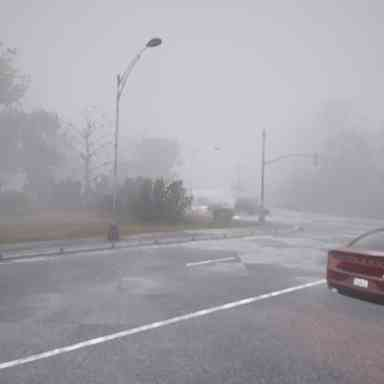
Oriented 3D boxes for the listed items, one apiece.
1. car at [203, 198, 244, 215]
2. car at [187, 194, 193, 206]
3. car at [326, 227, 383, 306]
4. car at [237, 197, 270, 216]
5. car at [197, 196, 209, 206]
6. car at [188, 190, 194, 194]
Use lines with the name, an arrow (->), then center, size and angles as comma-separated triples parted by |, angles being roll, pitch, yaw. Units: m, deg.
car -> 3.592, 1.887, 39.139 | 2.033, 1.411, 5.357 | 2, 0, -21
car -> -1.160, 1.516, 54.299 | 1.895, 1.301, 4.718 | 2, 2, -13
car -> 5.040, 1.494, 7.382 | 5.008, 1.535, 1.882 | 1, 0, -35
car -> 7.073, 1.692, 39.926 | 2.150, 2.045, 5.566 | 2, 0, -22
car -> 2.164, 1.522, 55.556 | 1.837, 1.490, 4.892 | 2, 2, -13
car -> -0.541, 0.429, 71.018 | 1.837, 1.490, 4.892 | 2, 2, -6
